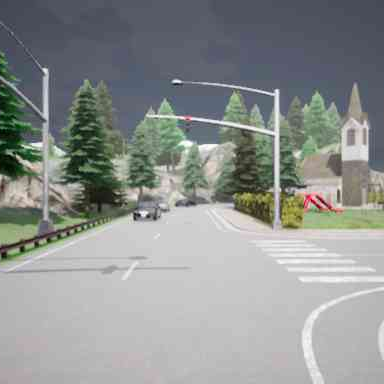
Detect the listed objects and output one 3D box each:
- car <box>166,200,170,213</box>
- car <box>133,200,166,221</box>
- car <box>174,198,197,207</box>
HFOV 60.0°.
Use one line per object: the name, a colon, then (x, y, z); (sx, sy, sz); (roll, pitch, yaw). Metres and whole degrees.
car: (-3.578, 1.581, 37.376); (1.895, 1.301, 4.718); (0, 0, 2)
car: (-3.617, 1.477, 27.374); (2.128, 1.511, 4.902); (0, 0, 0)
car: (-0.942, 1.538, 49.511); (1.994, 1.385, 4.181); (0, 0, 26)
